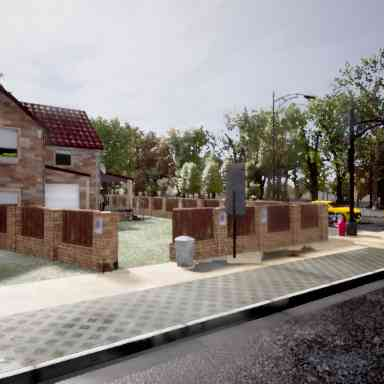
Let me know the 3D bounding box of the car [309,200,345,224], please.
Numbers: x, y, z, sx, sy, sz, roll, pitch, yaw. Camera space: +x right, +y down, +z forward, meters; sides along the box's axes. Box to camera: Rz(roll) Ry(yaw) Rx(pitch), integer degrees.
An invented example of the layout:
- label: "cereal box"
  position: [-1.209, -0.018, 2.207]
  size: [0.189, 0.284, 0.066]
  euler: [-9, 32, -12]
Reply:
- label: "car"
  position: [7.818, 1.468, 23.343]
  size: [1.812, 1.442, 4.674]
  euler: [0, 0, -35]

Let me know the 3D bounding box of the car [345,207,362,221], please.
- label: "car"
  position: [10.309, 1.423, 25.451]
  size: [1.882, 1.535, 5.008]
  euler: [0, 0, -35]

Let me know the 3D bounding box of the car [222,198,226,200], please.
- label: "car"
  position: [4.269, 1.396, 33.935]
  size: [2.128, 1.511, 4.902]
  euler: [0, 0, -35]
